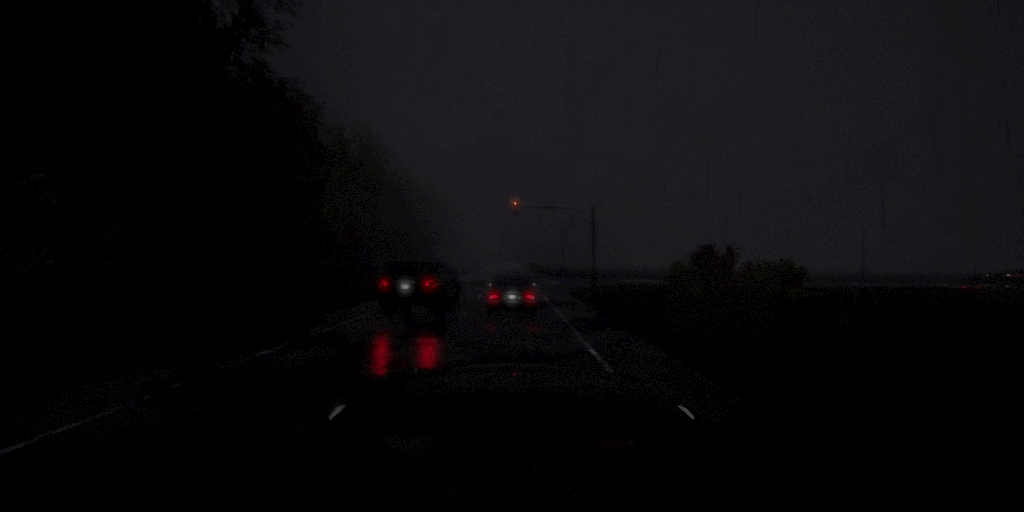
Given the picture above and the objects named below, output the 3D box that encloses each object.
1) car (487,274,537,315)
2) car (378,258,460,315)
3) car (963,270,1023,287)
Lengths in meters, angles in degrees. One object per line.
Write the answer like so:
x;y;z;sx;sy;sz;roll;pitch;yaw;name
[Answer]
0.004;1.435;14.393;2.033;1.411;5.357;0;-1;0;car
-3.496;1.113;14.451;2.150;2.045;5.566;0;0;0;car
45.261;2.177;33.251;4.718;1.301;1.895;1;-2;1;car
